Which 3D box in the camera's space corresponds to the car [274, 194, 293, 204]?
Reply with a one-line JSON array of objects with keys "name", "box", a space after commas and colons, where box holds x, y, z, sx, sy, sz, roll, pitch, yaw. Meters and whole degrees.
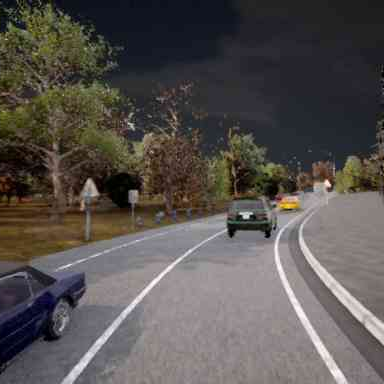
[{"name": "car", "box": [13.950, 1.048, 50.608, 1.895, 1.301, 4.718, -2, 1, 26]}]

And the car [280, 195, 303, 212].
[{"name": "car", "box": [10.572, 1.221, 35.356, 1.882, 1.535, 5.008, -2, 1, 25]}]

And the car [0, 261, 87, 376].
[{"name": "car", "box": [-3.015, 1.609, 3.835, 1.895, 1.301, 4.718, 0, 0, 5]}]

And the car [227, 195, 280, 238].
[{"name": "car", "box": [3.379, 1.262, 18.265, 2.150, 2.045, 5.566, -1, 0, 18]}]
